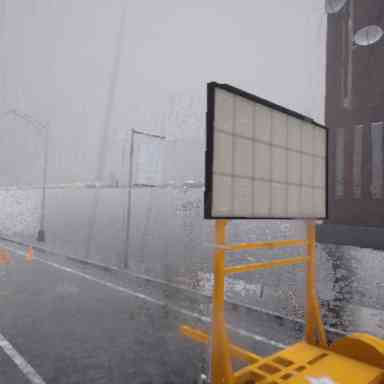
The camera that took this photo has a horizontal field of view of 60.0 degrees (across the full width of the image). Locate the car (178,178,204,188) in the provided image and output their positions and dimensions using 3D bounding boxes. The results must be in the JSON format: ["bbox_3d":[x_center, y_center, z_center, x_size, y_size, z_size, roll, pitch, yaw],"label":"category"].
[{"bbox_3d":[1.058,-0.961,42.022,4.553,1.767,2.185,1,-3,37],"label":"car"}]

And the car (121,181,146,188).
[{"bbox_3d":[-7.695,-0.874,48.779,4.674,1.452,2.002,0,-3,40],"label":"car"}]

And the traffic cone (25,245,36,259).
[{"bbox_3d":[-6.975,2.594,14.395,0.340,0.580,0.340,5,-4,-43],"label":"traffic cone"}]

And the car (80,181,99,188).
[{"bbox_3d":[-16.285,-1.067,56.039,4.553,1.767,2.185,0,-3,42],"label":"car"}]

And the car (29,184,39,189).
[{"bbox_3d":[-32.257,-0.886,71.363,2.231,1.521,4.892,5,-4,-44],"label":"car"}]

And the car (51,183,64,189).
[{"bbox_3d":[-24.434,-0.902,63.534,4.674,1.452,2.002,0,-3,44],"label":"car"}]

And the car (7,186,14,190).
[{"bbox_3d":[-43.751,-0.689,83.109,2.002,1.452,4.674,5,-4,-44],"label":"car"}]

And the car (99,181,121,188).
[{"bbox_3d":[-11.947,-0.901,52.298,4.792,1.488,2.163,0,-3,41],"label":"car"}]

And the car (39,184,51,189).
[{"bbox_3d":[-28.391,-0.926,67.423,2.231,1.521,4.892,5,-4,-44],"label":"car"}]

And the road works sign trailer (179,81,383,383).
[{"bbox_3d":[0.835,0.731,4.044,2.380,3.560,2.880,4,-4,-42],"label":"road works sign trailer"}]

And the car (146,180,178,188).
[{"bbox_3d":[-3.443,-0.887,45.416,4.892,1.521,2.231,0,-3,38],"label":"car"}]

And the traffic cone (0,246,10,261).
[{"bbox_3d":[-7.704,2.536,13.713,0.340,0.580,0.340,5,-4,-43],"label":"traffic cone"}]

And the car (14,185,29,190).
[{"bbox_3d":[-39.903,-0.909,79.190,2.185,1.767,4.553,5,-4,-44],"label":"car"}]

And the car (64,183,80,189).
[{"bbox_3d":[-20.392,-0.946,59.733,5.008,1.535,2.097,0,-3,43],"label":"car"}]
